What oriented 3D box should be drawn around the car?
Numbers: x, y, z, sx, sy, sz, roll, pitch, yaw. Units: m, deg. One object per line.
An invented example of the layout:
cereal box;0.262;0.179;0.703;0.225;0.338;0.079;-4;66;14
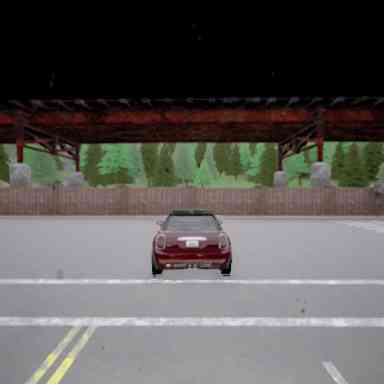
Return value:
car;-0.066;1.300;10.403;2.097;1.767;4.553;0;0;-2
